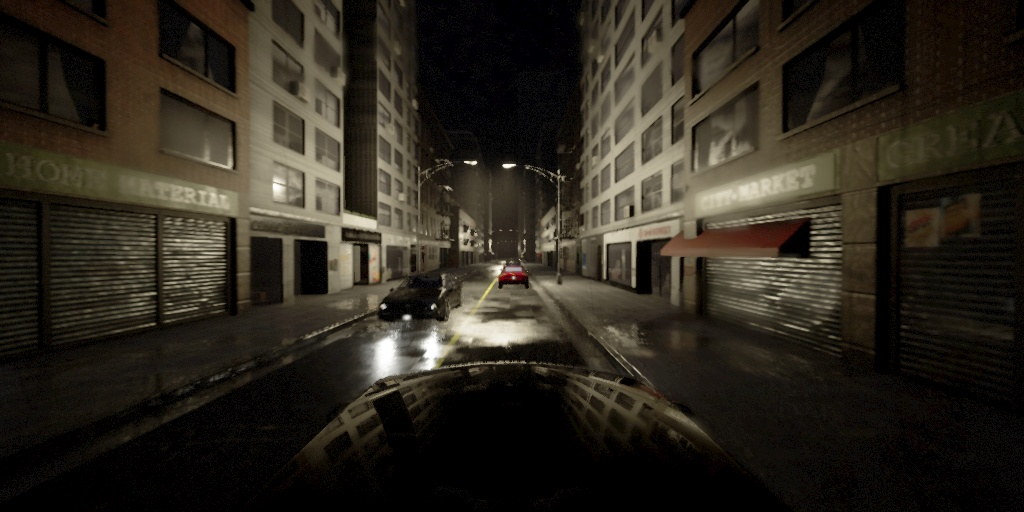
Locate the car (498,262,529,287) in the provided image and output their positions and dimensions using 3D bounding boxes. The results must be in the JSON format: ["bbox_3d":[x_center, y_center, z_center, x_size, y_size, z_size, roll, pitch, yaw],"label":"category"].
[{"bbox_3d":[0.105,1.293,24.015,1.994,1.385,4.181,0,0,0],"label":"car"}]

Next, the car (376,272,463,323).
[{"bbox_3d":[-2.849,1.285,12.382,2.033,1.411,5.357,0,0,0],"label":"car"}]

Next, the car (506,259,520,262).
[{"bbox_3d":[0.107,1.074,38.947,2.097,1.767,4.553,0,0,0],"label":"car"}]
